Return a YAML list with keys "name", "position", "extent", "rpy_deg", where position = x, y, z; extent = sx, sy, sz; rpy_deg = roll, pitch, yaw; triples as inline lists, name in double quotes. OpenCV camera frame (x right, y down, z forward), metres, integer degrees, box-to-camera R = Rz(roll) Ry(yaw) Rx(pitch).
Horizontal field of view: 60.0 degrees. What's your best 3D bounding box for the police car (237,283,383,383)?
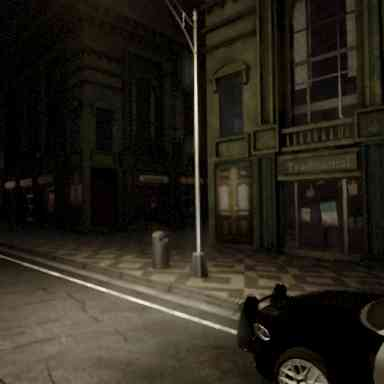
- name: "police car"
  position: [2.868, 1.520, 3.089]
  extent: [5.238, 1.638, 1.930]
  rpy_deg: [0, -1, 41]
